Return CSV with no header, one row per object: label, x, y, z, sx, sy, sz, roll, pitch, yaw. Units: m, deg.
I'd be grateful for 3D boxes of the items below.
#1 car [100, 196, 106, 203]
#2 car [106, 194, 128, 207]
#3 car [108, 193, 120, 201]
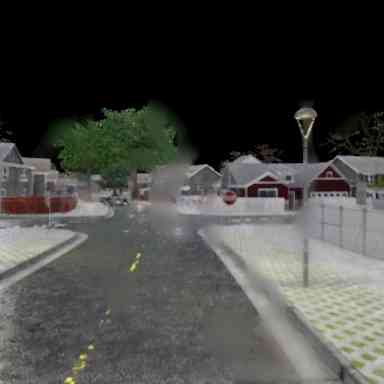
car,-17.130,1.516,66.507,1.994,1.385,4.181,-1,0,-22
car,-11.897,1.461,52.561,2.128,1.511,4.902,-1,0,-19
car,-17.877,1.128,76.189,2.097,1.767,4.553,-1,0,-20
